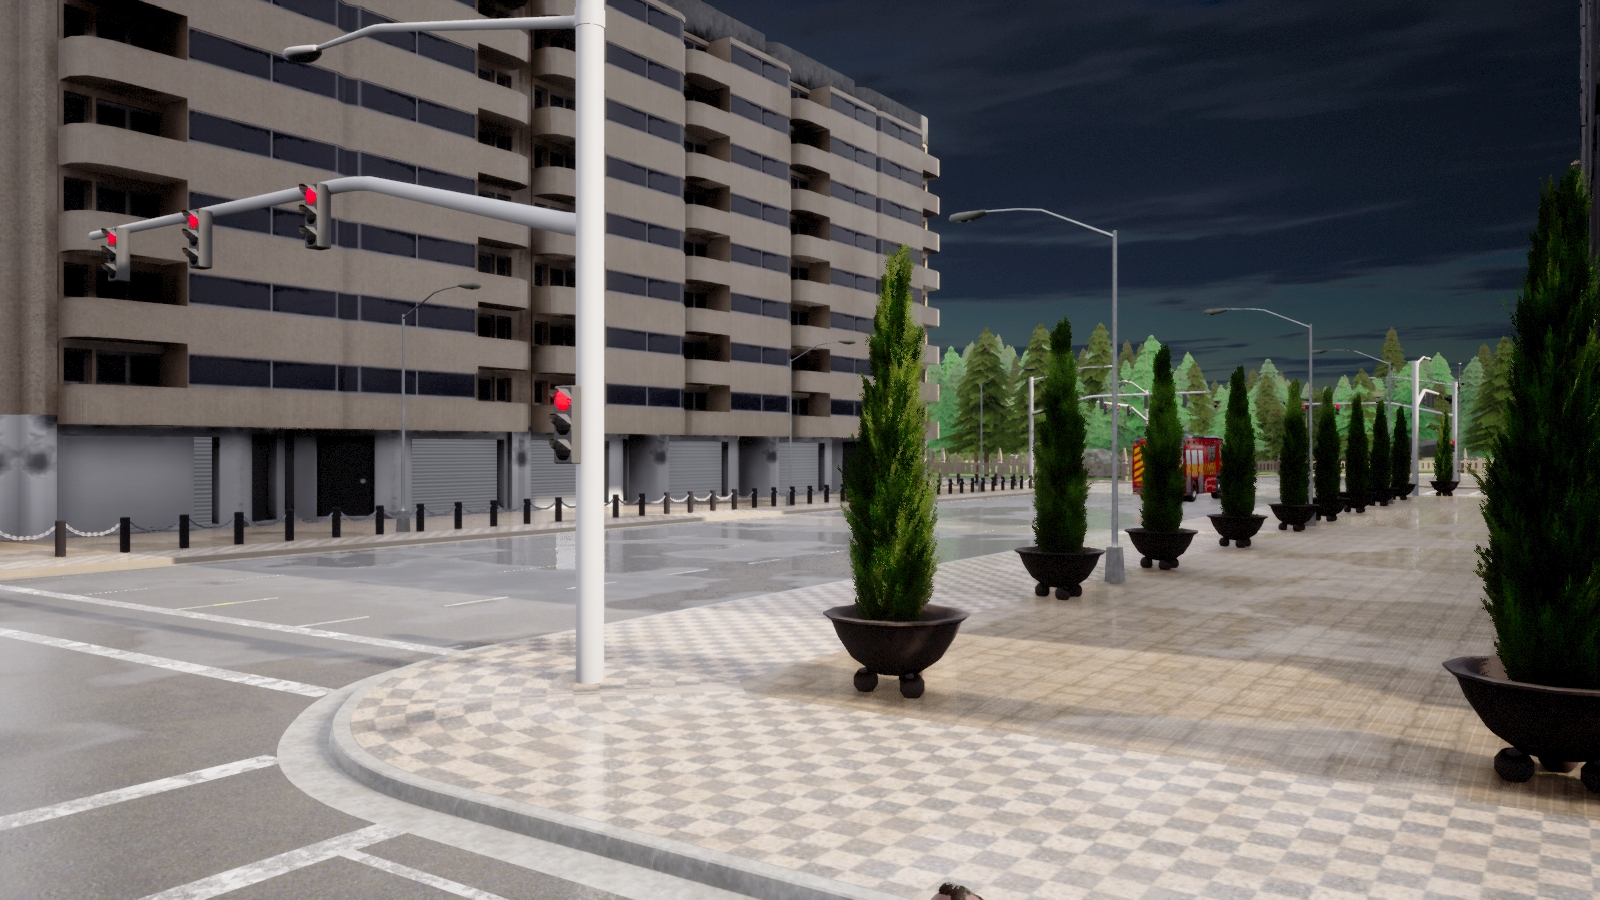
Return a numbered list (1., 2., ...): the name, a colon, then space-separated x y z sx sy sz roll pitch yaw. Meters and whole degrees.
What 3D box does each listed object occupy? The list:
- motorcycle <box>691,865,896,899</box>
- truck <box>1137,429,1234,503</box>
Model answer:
1. motorcycle: 0.516 2.205 3.364 2.209 1.251 0.867 0 0 34
2. truck: 21.438 0.835 63.219 2.891 3.827 8.468 0 0 34
